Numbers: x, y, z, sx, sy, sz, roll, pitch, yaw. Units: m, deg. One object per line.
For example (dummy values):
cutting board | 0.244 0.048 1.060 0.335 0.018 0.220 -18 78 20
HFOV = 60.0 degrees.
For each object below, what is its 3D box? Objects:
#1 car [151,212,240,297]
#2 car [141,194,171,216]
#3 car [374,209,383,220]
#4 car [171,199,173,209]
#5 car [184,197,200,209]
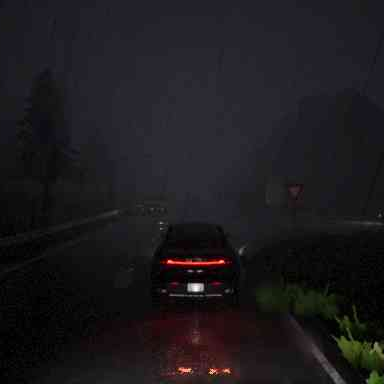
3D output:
car | 0.075 1.499 8.516 1.837 1.490 4.892 0 0 0
car | -3.620 1.199 32.963 2.150 2.045 5.566 0 0 0
car | 14.552 1.408 22.255 4.181 1.385 1.994 0 0 0
car | -3.625 1.446 45.811 1.882 1.535 5.008 0 0 0
car | 0.062 1.461 44.362 2.128 1.511 4.902 0 0 0
